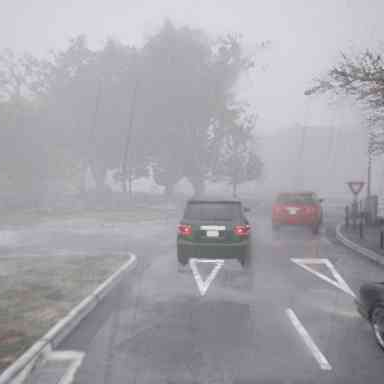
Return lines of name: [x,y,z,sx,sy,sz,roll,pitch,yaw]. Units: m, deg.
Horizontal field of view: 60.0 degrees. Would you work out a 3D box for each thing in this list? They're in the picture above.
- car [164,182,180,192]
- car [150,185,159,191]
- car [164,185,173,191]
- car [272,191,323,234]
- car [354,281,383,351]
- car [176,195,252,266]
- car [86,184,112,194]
car: [-3.782,-1.121,68.830,2.150,2.045,5.566,0,1,-11]
car: [-8.851,-1.019,78.942,1.882,1.535,5.008,0,1,-6]
car: [-5.601,-0.972,79.156,2.033,1.411,5.357,0,1,-6]
car: [5.729,0.931,17.895,2.150,2.045,5.566,1,2,23]
car: [3.516,1.552,2.999,2.033,1.411,5.357,0,0,2]
car: [0.824,1.117,11.425,2.150,2.045,5.566,0,2,6]
car: [-15.364,-0.479,54.049,4.553,1.767,2.097,0,3,-12]
